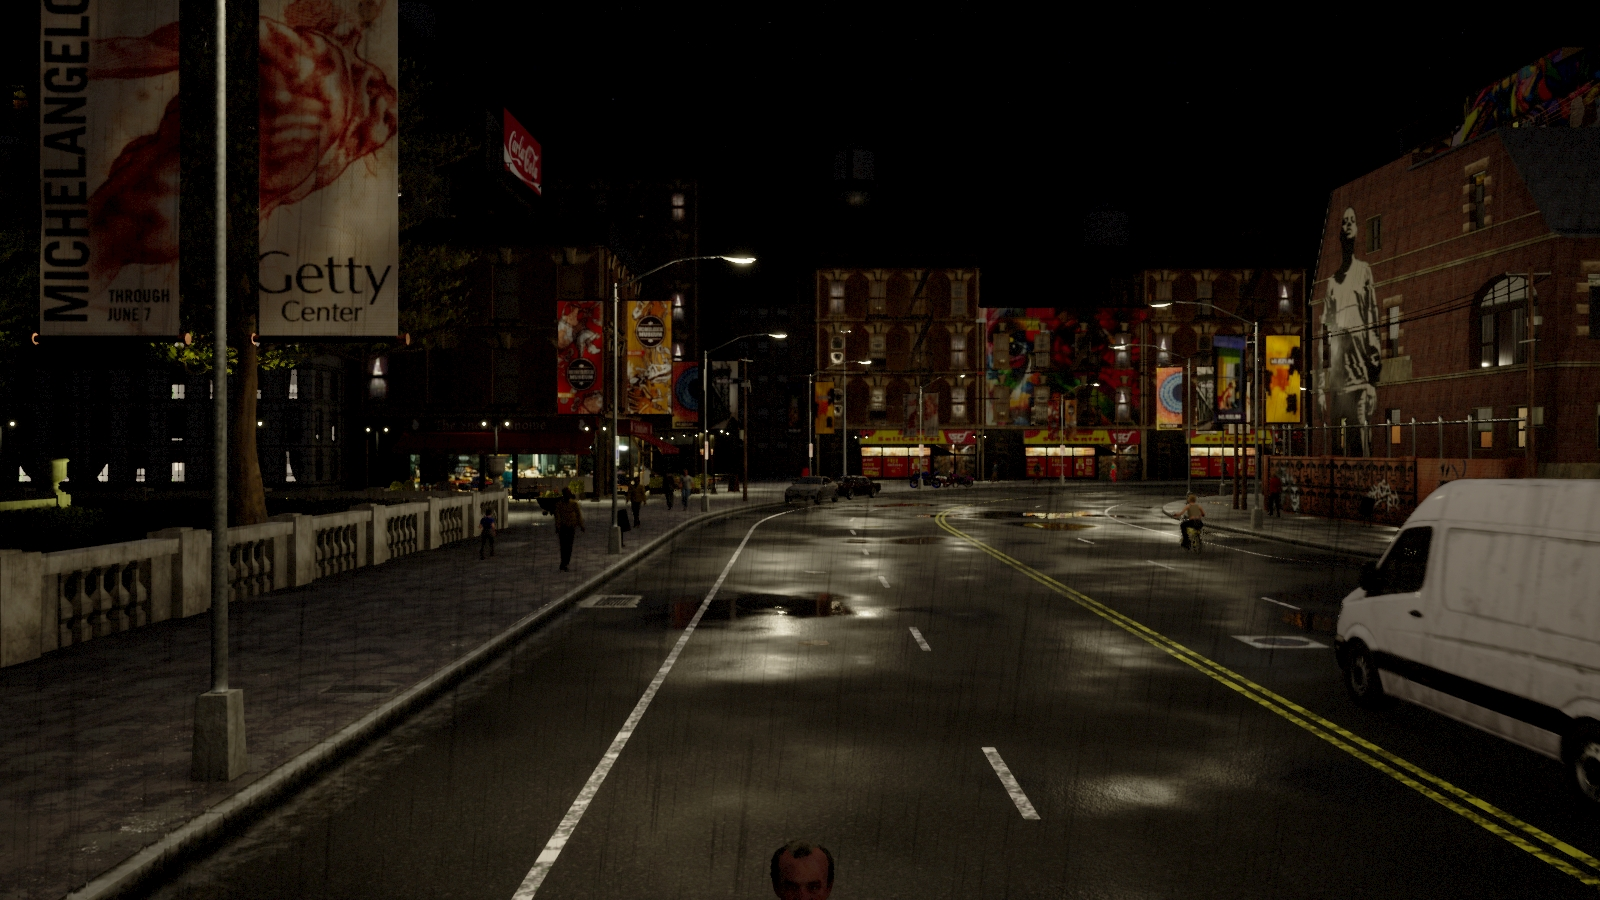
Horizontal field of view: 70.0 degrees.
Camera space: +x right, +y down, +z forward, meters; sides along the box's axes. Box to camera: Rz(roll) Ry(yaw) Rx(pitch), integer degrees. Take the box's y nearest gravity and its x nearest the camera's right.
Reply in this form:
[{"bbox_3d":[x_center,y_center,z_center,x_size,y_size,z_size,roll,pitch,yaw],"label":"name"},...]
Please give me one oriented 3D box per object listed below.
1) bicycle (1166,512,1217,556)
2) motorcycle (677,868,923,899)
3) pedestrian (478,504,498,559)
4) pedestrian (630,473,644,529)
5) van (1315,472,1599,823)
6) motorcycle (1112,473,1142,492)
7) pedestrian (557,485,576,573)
[{"bbox_3d":[10.531,2.256,30.769,0.859,1.080,1.487,0,0,0],"label":"bicycle"},{"bbox_3d":[-0.002,2.182,3.374,0.856,1.236,1.805,0,0,0],"label":"motorcycle"},{"bbox_3d":[-7.591,1.978,27.768,0.375,1.300,0.375,0,0,2],"label":"pedestrian"},{"bbox_3d":[-5.420,1.696,38.063,0.375,1.860,0.375,0,0,6],"label":"pedestrian"},{"bbox_3d":[7.028,1.534,10.429,1.988,2.561,5.915,0,0,0],"label":"van"},{"bbox_3d":[22.055,2.182,77.070,1.805,1.236,0.856,0,0,-1],"label":"motorcycle"},{"bbox_3d":[-5.039,1.696,24.677,0.375,1.860,0.375,0,0,-10],"label":"pedestrian"}]
